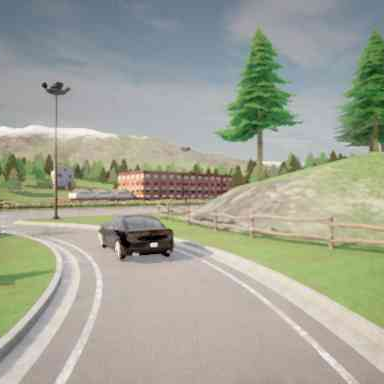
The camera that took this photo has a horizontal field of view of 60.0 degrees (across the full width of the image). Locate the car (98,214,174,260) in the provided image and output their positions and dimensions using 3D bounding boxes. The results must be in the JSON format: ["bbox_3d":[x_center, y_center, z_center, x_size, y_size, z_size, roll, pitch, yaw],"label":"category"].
[{"bbox_3d":[-2.372,1.609,13.222,1.882,1.535,5.008,0,0,-27],"label":"car"}]

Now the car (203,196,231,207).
[{"bbox_3d":[4.771,1.849,67.974,5.566,2.045,2.150,0,-1,-39],"label":"car"}]
